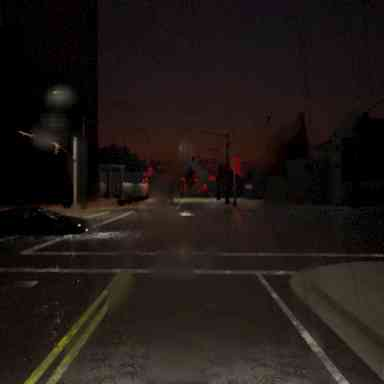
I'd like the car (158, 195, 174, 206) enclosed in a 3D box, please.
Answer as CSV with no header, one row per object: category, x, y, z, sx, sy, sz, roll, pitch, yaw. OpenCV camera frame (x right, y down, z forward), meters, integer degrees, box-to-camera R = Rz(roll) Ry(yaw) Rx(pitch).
car,-3.572,1.143,45.891,1.882,1.535,5.008,0,1,1

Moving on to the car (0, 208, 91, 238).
car,-7.902,1.495,16.506,5.357,1.411,2.033,0,0,-1
